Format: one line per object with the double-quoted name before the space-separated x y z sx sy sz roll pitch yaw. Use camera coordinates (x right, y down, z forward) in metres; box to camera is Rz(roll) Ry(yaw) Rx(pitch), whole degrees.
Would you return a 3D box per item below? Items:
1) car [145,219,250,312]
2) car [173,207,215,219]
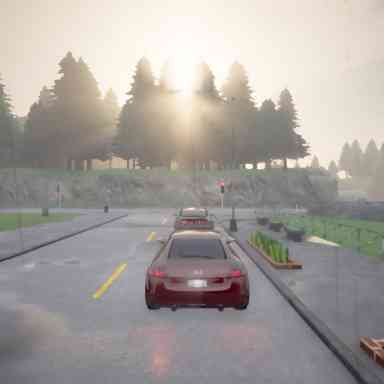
"car" 0.096 1.564 7.809 1.994 1.385 4.181 0 0 0
"car" 0.091 1.505 16.721 1.837 1.490 4.892 0 0 0
